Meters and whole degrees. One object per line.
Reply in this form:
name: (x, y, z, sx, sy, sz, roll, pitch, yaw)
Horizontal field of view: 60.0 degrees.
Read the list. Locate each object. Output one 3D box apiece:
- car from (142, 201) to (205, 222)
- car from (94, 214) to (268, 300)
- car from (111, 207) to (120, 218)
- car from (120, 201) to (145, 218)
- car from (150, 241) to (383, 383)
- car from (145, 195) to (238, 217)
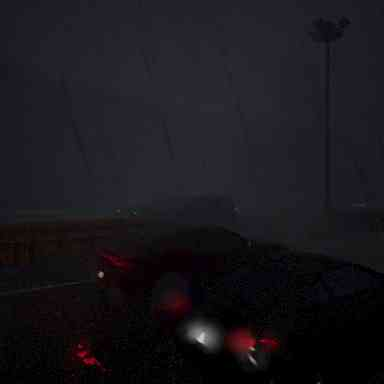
car: (-1.489, 1.559, 27.614, 4.892, 1.490, 1.837, 0, 0, -29)
car: (0.249, 1.495, 7.982, 5.008, 1.535, 1.882, 0, 0, -33)
car: (-4.852, 1.573, 29.711, 4.674, 1.442, 1.812, 0, 0, -30)
car: (-1.855, 1.265, 23.390, 5.566, 2.045, 2.150, 0, 0, -30)
car: (1.770, 1.579, 4.792, 4.181, 1.385, 1.994, 0, 0, -33)
car: (0.272, 1.266, 20.585, 5.566, 2.045, 2.150, 0, 0, -30)
